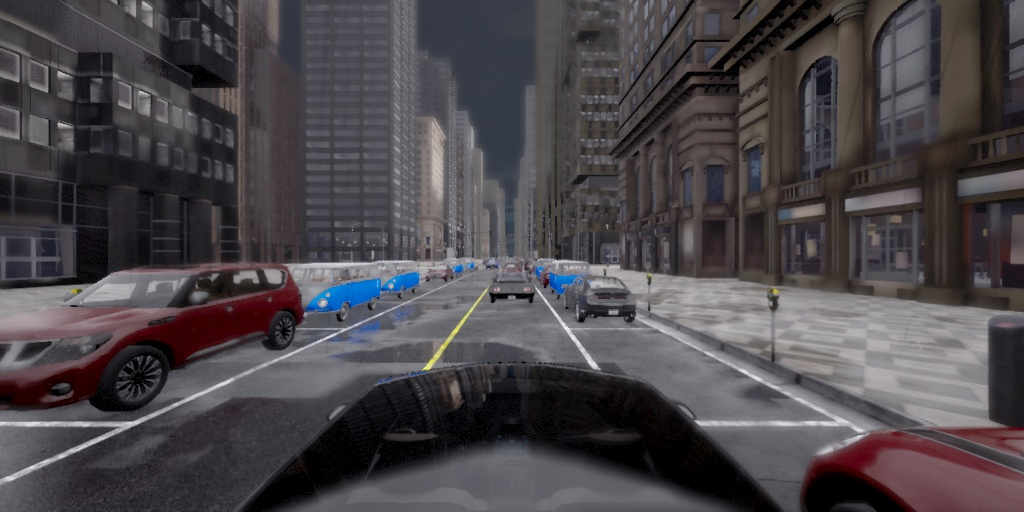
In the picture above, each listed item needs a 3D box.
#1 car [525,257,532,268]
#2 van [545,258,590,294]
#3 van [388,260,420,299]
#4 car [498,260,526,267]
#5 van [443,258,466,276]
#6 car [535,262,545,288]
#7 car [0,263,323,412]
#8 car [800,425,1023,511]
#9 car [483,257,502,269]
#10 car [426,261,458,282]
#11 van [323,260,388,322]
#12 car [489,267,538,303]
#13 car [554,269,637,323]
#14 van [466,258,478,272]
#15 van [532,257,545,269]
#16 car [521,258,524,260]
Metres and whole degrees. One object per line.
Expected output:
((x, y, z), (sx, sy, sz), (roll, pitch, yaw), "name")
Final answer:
((2.762, 1.195, 40.324), (1.967, 1.591, 4.097), (0, 0, 0), "car")
((2.762, 1.091, 17.614), (1.690, 1.789, 3.998), (0, 0, 0), "van")
((-5.763, 1.091, 17.605), (1.690, 1.789, 3.998), (0, 0, 0), "van")
((0.000, 1.287, 31.501), (1.812, 1.442, 4.674), (0, 0, 0), "car")
((-5.763, 1.094, 34.637), (1.690, 1.789, 3.998), (0, 0, 0), "van")
((2.762, 1.296, 23.292), (1.888, 1.381, 4.507), (0, 0, 0), "car")
((-5.763, 1.064, 6.250), (2.192, 1.841, 5.009), (0, 0, 0), "car")
((2.762, 1.189, 0.581), (1.967, 1.591, 4.097), (0, 0, 0), "car")
((-3.000, 1.274, 55.501), (1.882, 1.535, 5.008), (0, 0, 0), "car")
((-5.763, 1.334, 28.959), (1.802, 1.307, 4.207), (0, 0, 0), "car")
((-5.763, 1.090, 11.927), (1.690, 1.789, 3.998), (0, 0, 0), "van")
((0.000, 1.367, 16.531), (1.895, 1.301, 4.718), (0, 0, 0), "car")
((2.762, 1.300, 11.937), (2.007, 1.370, 4.403), (0, 0, 0), "car")
((-5.763, 1.098, 45.992), (1.690, 1.789, 3.998), (0, 0, 0), "van")
((2.762, 1.093, 28.969), (1.690, 1.789, 3.998), (0, 0, 0), "van")
((2.763, 1.074, 51.679), (2.192, 1.841, 5.009), (0, 0, 0), "car")
